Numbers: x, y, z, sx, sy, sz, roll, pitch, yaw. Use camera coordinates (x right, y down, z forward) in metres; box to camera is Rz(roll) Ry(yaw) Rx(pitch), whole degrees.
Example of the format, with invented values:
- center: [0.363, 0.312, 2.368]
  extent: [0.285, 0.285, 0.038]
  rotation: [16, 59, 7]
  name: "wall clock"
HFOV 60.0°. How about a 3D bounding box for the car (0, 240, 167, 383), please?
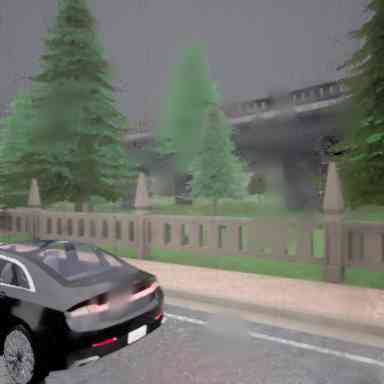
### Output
- center: [-2.685, 1.549, 5.407]
  extent: [4.902, 1.511, 2.128]
  rotation: [-1, 0, 34]
  name: "car"
